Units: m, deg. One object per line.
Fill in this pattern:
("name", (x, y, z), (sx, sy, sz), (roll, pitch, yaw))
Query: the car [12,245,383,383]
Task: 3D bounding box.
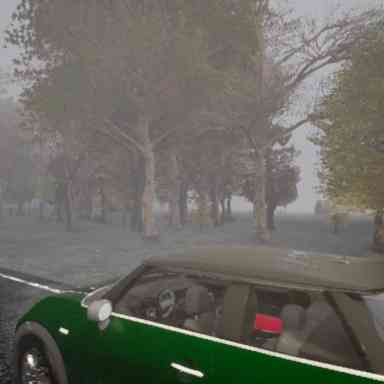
("car", (0.095, 1.366, 3.509), (4.553, 1.767, 2.097), (-2, -2, 35))
